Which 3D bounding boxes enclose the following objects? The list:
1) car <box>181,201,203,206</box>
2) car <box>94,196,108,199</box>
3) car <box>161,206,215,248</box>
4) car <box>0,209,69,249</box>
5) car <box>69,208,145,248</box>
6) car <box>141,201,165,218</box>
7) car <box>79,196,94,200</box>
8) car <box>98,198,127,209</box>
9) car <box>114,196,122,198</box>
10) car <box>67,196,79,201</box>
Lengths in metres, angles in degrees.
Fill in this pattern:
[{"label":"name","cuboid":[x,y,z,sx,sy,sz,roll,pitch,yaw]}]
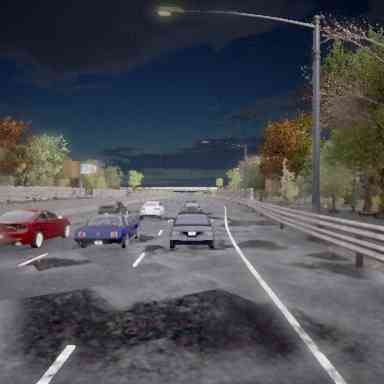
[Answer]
[{"label":"car","cuboid":[0.000,1.542,29.651,1.812,1.442,4.674,0,0,0]},{"label":"car","cuboid":[-21.000,1.583,78.869,1.812,1.442,4.674,0,0,0]},{"label":"car","cuboid":[0.000,1.563,14.651,2.033,1.411,5.357,0,0,0]},{"label":"car","cuboid":[-7.000,1.484,14.651,1.882,1.535,5.008,0,0,0]},{"label":"car","cuboid":[-3.500,1.616,14.681,1.895,1.301,4.718,0,0,0]},{"label":"car","cuboid":[-3.500,1.542,29.651,1.812,1.442,4.674,0,0,0]},{"label":"car","cuboid":[-24.500,1.654,78.838,1.895,1.301,4.718,0,0,0]},{"label":"car","cuboid":[-7.000,1.526,29.651,1.837,1.490,4.892,0,0,0]},{"label":"car","cuboid":[-17.500,1.583,78.868,1.812,1.442,4.674,0,0,0]},{"label":"car","cuboid":[-28.000,1.611,78.868,1.994,1.385,4.181,0,0,0]}]
